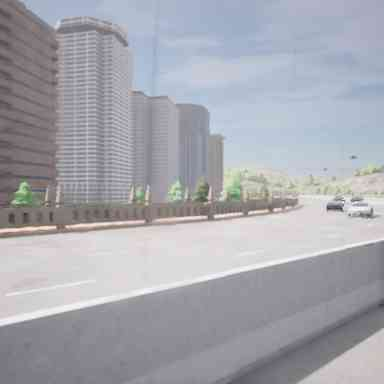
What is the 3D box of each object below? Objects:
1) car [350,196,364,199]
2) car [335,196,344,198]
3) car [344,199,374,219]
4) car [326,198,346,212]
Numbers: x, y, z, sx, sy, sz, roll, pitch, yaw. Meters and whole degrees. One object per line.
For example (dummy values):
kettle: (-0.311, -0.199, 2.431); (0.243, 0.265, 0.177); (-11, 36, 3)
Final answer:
car: (34.453, 1.557, 69.341); (2.033, 1.411, 5.357); (0, 0, 12)
car: (31.034, 1.549, 70.087); (1.812, 1.442, 4.674); (0, 0, 12)
car: (15.949, 1.639, 31.301); (1.812, 1.442, 4.674); (0, 0, 34)
car: (17.699, 1.753, 40.987); (1.895, 1.301, 4.718); (0, 0, 28)
